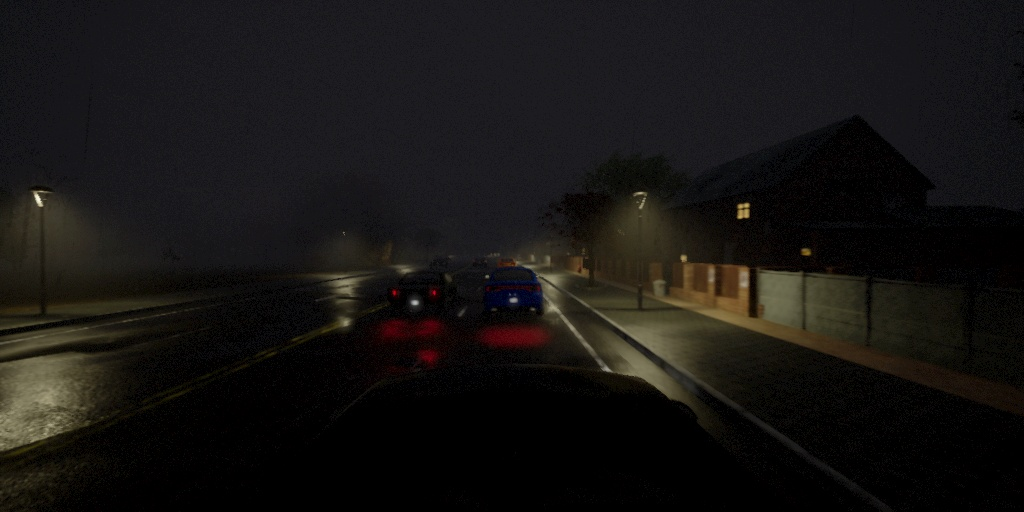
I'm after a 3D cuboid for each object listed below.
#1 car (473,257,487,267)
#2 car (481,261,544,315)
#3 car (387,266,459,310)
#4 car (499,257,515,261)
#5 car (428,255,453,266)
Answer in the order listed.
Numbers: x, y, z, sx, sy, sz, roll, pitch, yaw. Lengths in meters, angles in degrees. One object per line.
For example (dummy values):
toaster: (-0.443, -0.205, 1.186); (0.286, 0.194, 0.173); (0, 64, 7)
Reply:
car: (-4.480, 0.820, 50.675); (1.994, 1.385, 4.181); (0, 1, -3)
car: (0.021, 1.111, 12.929); (1.882, 1.535, 5.008); (0, 1, -1)
car: (-3.235, 1.229, 14.059); (1.895, 1.301, 4.718); (0, 1, -1)
car: (-0.533, 0.880, 35.446); (1.882, 1.535, 5.008); (0, 1, -2)
car: (-7.169, 0.562, 36.574); (2.033, 1.411, 5.357); (0, 1, -2)
